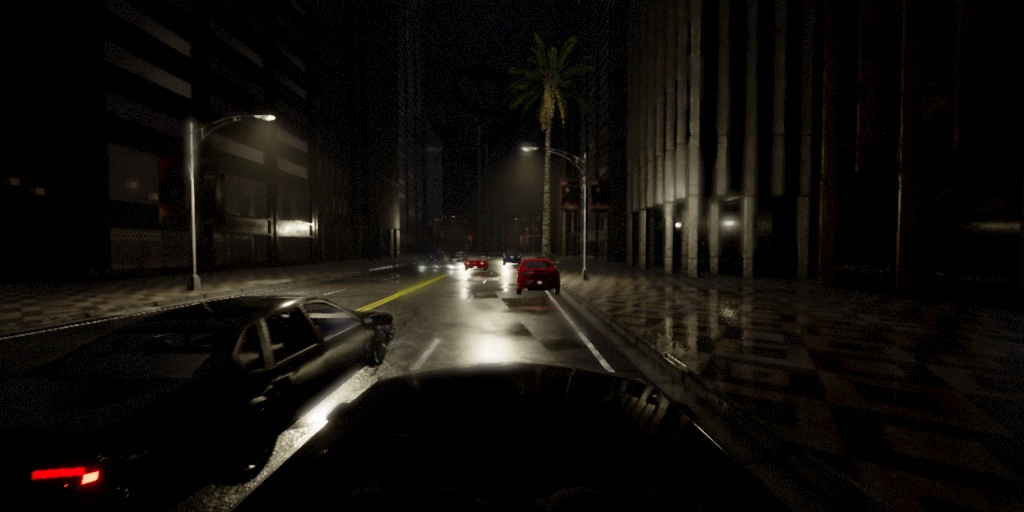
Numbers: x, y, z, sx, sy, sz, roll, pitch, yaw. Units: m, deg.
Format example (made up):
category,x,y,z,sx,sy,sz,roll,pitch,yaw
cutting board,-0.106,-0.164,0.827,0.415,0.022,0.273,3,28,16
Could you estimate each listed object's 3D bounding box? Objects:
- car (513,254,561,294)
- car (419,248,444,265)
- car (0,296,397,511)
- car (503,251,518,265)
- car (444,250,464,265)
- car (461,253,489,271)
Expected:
category,x,y,z,sx,sy,sz,roll,pitch,yaw
car,1.126,0.867,17.055,1.882,1.535,5.008,0,1,0
car,-9.865,-0.016,44.543,2.150,2.045,5.566,0,1,0
car,-3.152,1.231,4.499,2.033,1.411,5.357,0,1,0
car,0.024,0.156,42.587,2.097,1.767,4.553,0,1,0
car,-6.614,0.258,44.227,2.128,1.511,4.902,0,1,0
car,-3.174,0.621,33.094,1.895,1.301,4.718,0,1,0
